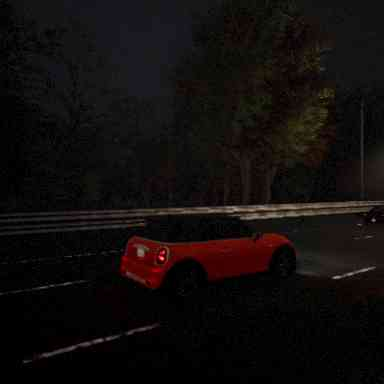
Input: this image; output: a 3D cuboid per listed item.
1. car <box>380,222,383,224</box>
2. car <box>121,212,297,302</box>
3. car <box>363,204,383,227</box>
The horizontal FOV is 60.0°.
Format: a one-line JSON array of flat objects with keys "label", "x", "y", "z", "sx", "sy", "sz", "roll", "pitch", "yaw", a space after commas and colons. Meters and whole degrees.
[{"label": "car", "x": 7.595, "y": 1.543, "z": 9.170, "sx": 5.357, "sy": 1.411, "sz": 2.033, "roll": 0, "pitch": 0, "yaw": -36}, {"label": "car", "x": 0.613, "y": 1.349, "z": 8.486, "sx": 4.553, "sy": 1.767, "sz": 2.097, "roll": 0, "pitch": 0, "yaw": -36}, {"label": "car", "x": 12.937, "y": 1.518, "z": 21.582, "sx": 4.674, "sy": 1.442, "sz": 1.812, "roll": 0, "pitch": 0, "yaw": -36}]
